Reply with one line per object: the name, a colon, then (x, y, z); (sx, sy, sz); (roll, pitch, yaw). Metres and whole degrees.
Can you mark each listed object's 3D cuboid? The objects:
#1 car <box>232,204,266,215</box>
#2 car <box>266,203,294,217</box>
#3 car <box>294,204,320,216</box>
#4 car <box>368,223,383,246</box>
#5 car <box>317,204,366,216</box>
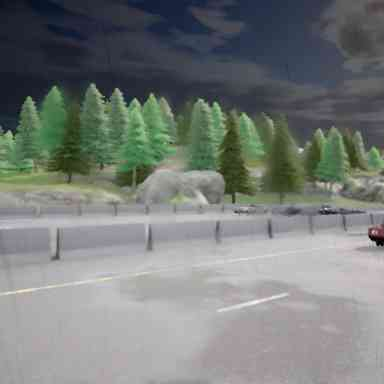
car: (7.042, 2.044, 39.019); (4.718, 1.301, 1.895); (2, -1, -35)
car: (10.966, 2.021, 37.508); (4.674, 1.442, 1.812); (2, -1, -35)
car: (13.311, 2.010, 34.880); (4.892, 1.490, 1.837); (2, -1, -35)
car: (10.119, 1.831, 15.217); (4.718, 1.301, 1.895); (1, -1, -35)
car: (14.266, 2.077, 31.270); (4.718, 1.301, 1.895); (2, -1, -35)
